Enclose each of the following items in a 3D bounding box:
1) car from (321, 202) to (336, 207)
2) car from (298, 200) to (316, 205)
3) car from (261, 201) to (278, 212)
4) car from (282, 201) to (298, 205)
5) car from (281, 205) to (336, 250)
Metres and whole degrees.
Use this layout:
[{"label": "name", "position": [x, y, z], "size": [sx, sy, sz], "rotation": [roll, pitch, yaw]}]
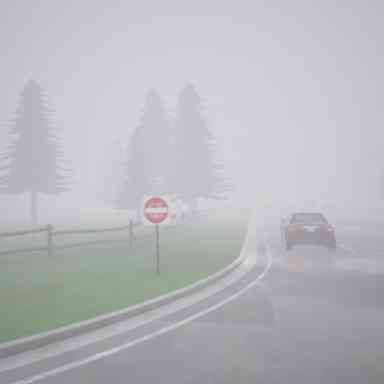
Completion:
[{"label": "car", "position": [24.740, 2.561, 60.601], "size": [2.097, 1.767, 4.553], "rotation": [-2, -2, 11]}, {"label": "car", "position": [21.083, 2.497, 60.133], "size": [2.150, 2.045, 5.566], "rotation": [-2, -2, 11]}, {"label": "car", "position": [14.256, 2.947, 61.633], "size": [1.882, 1.535, 5.008], "rotation": [-2, -2, 11]}, {"label": "car", "position": [17.700, 2.854, 61.034], "size": [1.882, 1.535, 5.008], "rotation": [-2, -2, 11]}, {"label": "car", "position": [5.562, 1.714, 16.423], "size": [2.097, 1.767, 4.553], "rotation": [-2, -2, 12]}]
